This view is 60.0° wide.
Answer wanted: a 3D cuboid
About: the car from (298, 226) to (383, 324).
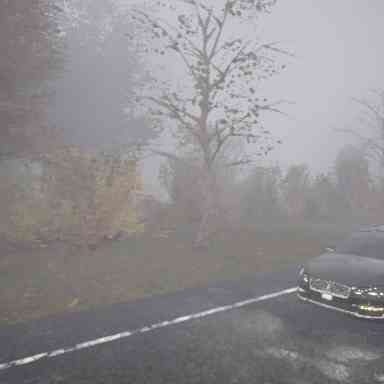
[{"bbox_3d":[4.259,1.521,7.042,4.892,1.490,1.837,0,0,-36],"label":"car"}]
